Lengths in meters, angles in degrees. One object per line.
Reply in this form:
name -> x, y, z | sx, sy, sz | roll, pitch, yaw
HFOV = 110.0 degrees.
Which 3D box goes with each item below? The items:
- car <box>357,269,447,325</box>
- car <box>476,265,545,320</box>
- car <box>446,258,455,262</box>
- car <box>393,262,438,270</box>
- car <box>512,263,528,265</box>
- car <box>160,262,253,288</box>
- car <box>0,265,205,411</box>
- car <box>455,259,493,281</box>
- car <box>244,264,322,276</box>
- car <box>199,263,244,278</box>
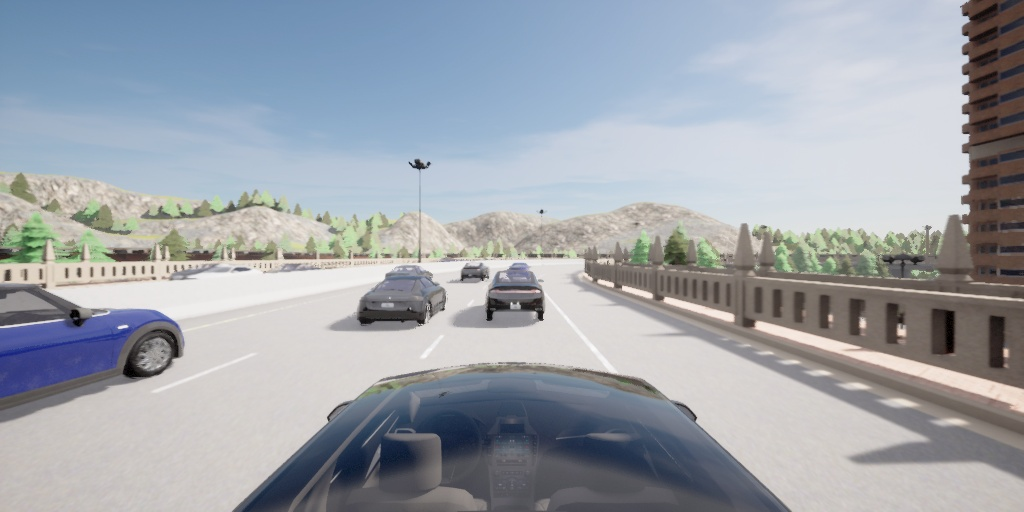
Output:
car -> -3.400, 1.313, 11.817 | 1.994, 1.385, 4.181 | 0, 0, 0
car -> 0.101, 1.241, 12.687 | 2.128, 1.511, 4.902 | 0, 0, 0
car -> -8.876, 1.292, 63.116 | 2.033, 1.411, 5.357 | 0, 0, 23
car -> -6.801, 1.296, 23.975 | 2.033, 1.411, 5.357 | 0, 0, 2
car -> 0.690, 1.274, 30.661 | 1.812, 1.442, 4.674 | 0, 0, 5
car -> -20.873, 1.240, 24.853 | 2.128, 1.511, 4.902 | 0, 0, 3
car -> -6.900, 1.102, 4.499 | 2.097, 1.767, 4.553 | 0, 0, 0
car -> -2.915, 1.240, 29.462 | 2.128, 1.511, 4.902 | 0, 0, 5
car -> -13.950, 1.240, 22.773 | 2.128, 1.511, 4.902 | 0, 0, 2
car -> -17.473, 1.274, 22.051 | 1.812, 1.442, 4.674 | 0, 0, 1
